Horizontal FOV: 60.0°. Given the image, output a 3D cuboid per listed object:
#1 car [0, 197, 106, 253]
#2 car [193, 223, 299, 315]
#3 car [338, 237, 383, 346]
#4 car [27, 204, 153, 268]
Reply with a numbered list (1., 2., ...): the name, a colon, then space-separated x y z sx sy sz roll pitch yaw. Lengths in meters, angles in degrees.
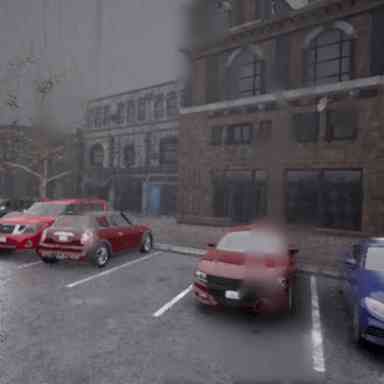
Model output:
1. car: -5.480 1.318 13.841 2.435 2.045 5.566 1 -1 19
2. car: 1.534 1.589 8.179 2.097 1.535 5.008 1 -1 19
3. car: 3.879 1.632 6.267 2.002 1.452 4.674 1 -1 19
4. car: -3.159 1.450 11.947 2.185 1.767 4.553 0 -1 19
